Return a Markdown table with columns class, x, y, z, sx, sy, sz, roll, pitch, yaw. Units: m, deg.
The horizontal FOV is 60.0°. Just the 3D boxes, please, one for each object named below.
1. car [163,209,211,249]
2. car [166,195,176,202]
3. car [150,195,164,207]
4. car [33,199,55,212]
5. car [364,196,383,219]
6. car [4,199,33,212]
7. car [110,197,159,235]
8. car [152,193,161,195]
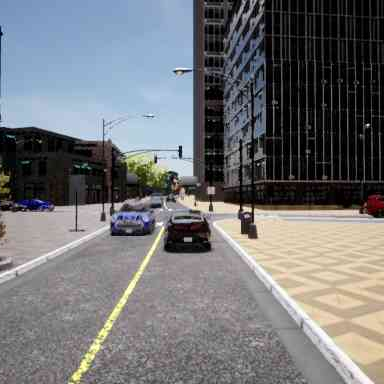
| class | x | y | z | sx | sy | sz | roll | pitch | yaw |
| --- | --- | --- | --- | --- | --- | --- | --- | --- | --- |
| car | -0.217 | 1.510 | 14.679 | 1.837 | 1.490 | 4.892 | 0 | 0 | -2 |
| car | -4.735 | 1.378 | 73.598 | 2.097 | 1.767 | 4.553 | 0 | 0 | -4 |
| car | -5.395 | 1.560 | 50.129 | 2.033 | 1.411 | 5.357 | 0 | 0 | -6 |
| car | -18.401 | 1.564 | 39.016 | 4.674 | 1.442 | 1.812 | 0 | -1 | 18 |
| car | 15.779 | 1.188 | 25.178 | 5.009 | 1.841 | 2.192 | 0 | -1 | 18 |
| car | -20.534 | 1.568 | 37.114 | 4.313 | 1.339 | 1.947 | 0 | -1 | 18 |
| car | -3.220 | 1.356 | 18.815 | 2.097 | 1.767 | 4.553 | 0 | 0 | -2 |
| car | -6.382 | 1.237 | 60.261 | 2.150 | 2.045 | 5.566 | 0 | 0 | -5 |
